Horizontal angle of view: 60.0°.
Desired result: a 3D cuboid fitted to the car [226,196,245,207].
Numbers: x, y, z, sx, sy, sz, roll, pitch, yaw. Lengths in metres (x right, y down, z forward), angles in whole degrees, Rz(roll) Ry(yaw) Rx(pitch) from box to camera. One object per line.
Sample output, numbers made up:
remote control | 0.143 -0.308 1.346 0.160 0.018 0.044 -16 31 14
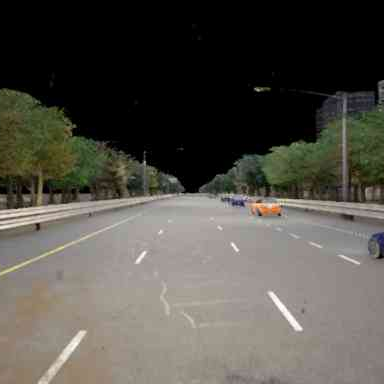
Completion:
car | 7.003 1.523 52.068 1.882 1.535 5.008 0 0 0

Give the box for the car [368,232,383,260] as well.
car | 6.996 1.535 9.556 1.812 1.442 4.674 0 0 0

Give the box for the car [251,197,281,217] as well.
car | 6.995 1.360 31.853 2.097 1.767 4.553 0 0 0

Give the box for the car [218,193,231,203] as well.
car | 7.047 1.554 70.412 1.837 1.490 4.892 0 0 0
